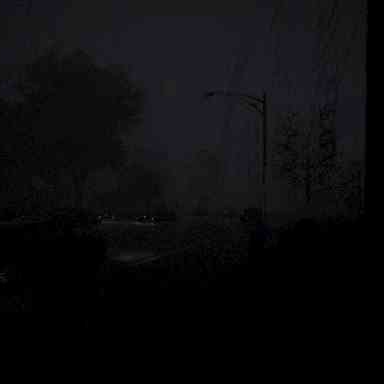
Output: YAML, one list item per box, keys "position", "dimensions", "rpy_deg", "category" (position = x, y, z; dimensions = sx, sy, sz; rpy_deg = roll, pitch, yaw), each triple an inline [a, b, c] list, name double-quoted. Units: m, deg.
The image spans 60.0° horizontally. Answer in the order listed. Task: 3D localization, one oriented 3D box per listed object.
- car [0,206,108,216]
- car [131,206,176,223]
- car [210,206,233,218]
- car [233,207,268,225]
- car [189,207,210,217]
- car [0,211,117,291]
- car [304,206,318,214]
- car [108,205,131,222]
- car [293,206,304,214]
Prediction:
- position: [-7.540, 1.531, 18.859]
  dimensions: [2.033, 1.411, 5.357]
  rpy_deg: [1, -1, 28]
  category: "car"
- position: [-3.013, 1.945, 28.925]
  dimensions: [1.994, 1.385, 4.181]
  rpy_deg: [1, -2, 25]
  category: "car"
- position: [4.583, 2.669, 45.640]
  dimensions: [2.097, 1.767, 4.553]
  rpy_deg: [1, -3, 25]
  category: "car"
- position: [5.903, 2.251, 31.436]
  dimensions: [2.128, 1.511, 4.902]
  rpy_deg: [1, -3, 24]
  category: "car"
- position: [1.176, 2.817, 46.616]
  dimensions: [1.994, 1.385, 4.181]
  rpy_deg: [1, -3, 25]
  category: "car"
- position: [-4.283, 1.461, 8.886]
  dimensions: [1.812, 1.442, 4.674]
  rpy_deg: [1, 0, 24]
  category: "car"
- position: [31.857, 5.231, 88.919]
  dimensions: [1.895, 1.301, 4.718]
  rpy_deg: [1, 0, 24]
  category: "car"
- position: [-6.430, 1.880, 29.886]
  dimensions: [1.994, 1.385, 4.181]
  rpy_deg: [1, -2, 24]
  category: "car"
- position: [28.513, 5.096, 90.015]
  dimensions: [1.837, 1.490, 4.892]
  rpy_deg: [1, 0, 24]
  category: "car"
